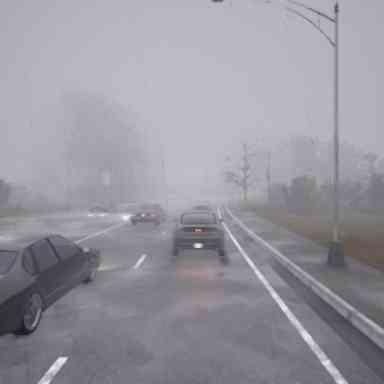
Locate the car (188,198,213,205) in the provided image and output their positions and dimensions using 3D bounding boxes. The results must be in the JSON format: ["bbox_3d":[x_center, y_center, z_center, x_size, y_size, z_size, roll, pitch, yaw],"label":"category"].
[{"bbox_3d":[0.863,1.469,29.278,1.812,1.442,4.674,0,0,3],"label":"car"}]

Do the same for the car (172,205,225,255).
[{"bbox_3d":[0.256,1.479,13.195,1.837,1.490,4.892,0,0,1],"label":"car"}]

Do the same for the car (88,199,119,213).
[{"bbox_3d":[-9.453,1.473,36.064,2.033,1.411,5.357,0,0,4],"label":"car"}]

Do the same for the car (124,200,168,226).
[{"bbox_3d":[-2.942,1.501,23.276,2.033,1.411,5.357,0,0,2],"label":"car"}]

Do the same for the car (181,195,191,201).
[{"bbox_3d":[-1.358,1.367,77.663,2.033,1.411,5.357,0,0,9],"label":"car"}]

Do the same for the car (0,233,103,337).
[{"bbox_3d":[-3.370,1.532,6.601,2.033,1.411,5.357,0,0,1],"label":"car"}]

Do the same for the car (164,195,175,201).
[{"bbox_3d":[-5.066,1.363,76.487,1.812,1.442,4.674,0,0,8],"label":"car"}]
